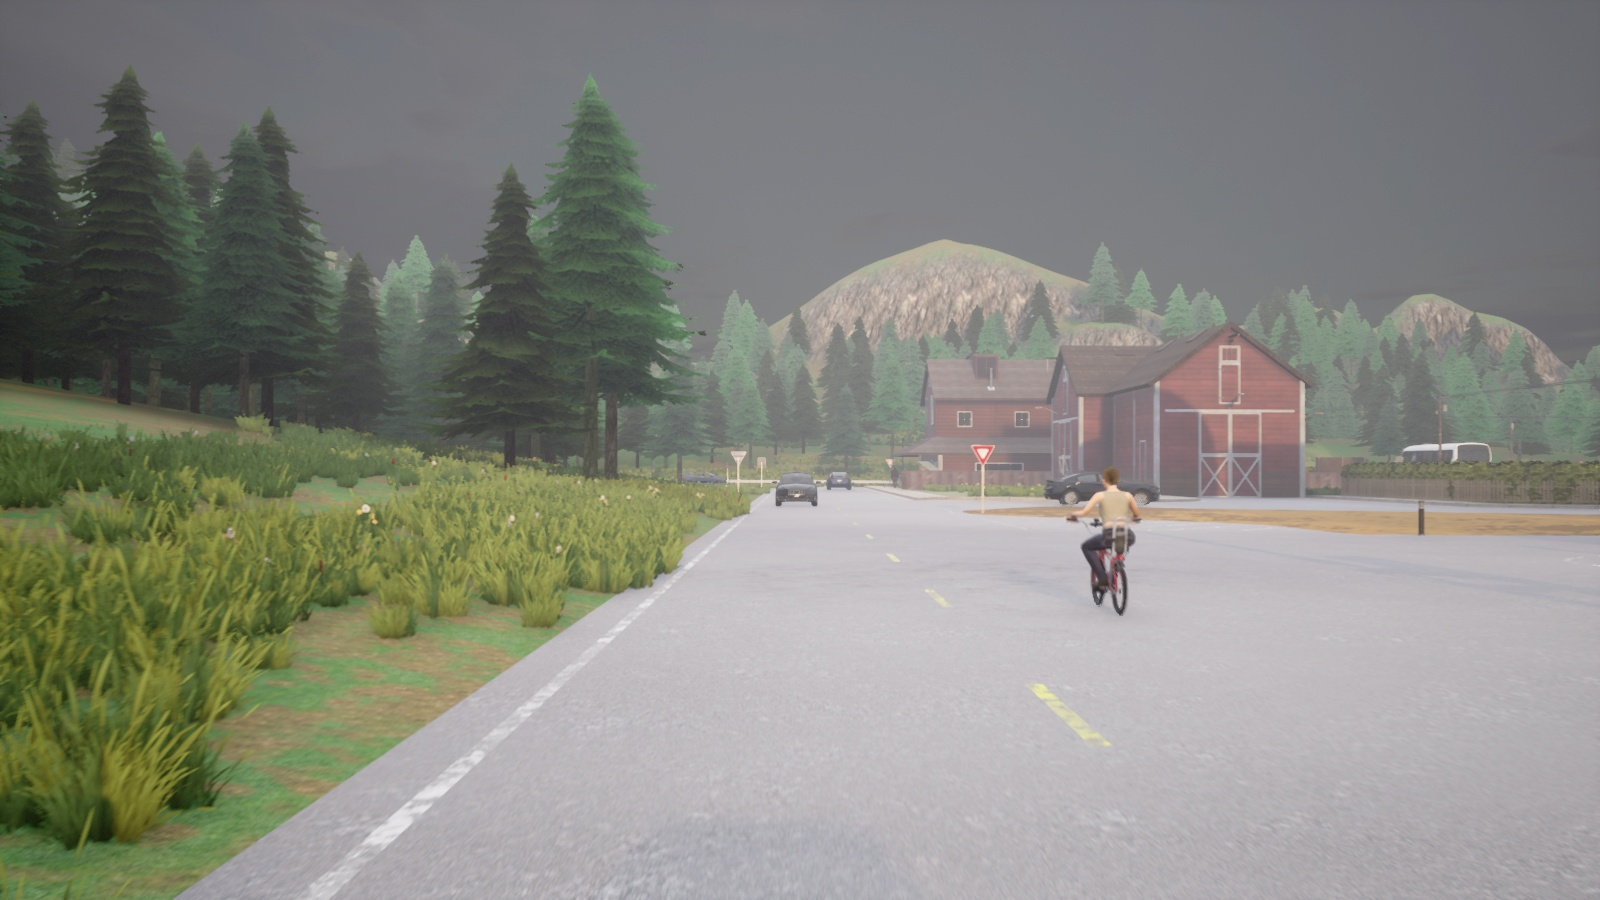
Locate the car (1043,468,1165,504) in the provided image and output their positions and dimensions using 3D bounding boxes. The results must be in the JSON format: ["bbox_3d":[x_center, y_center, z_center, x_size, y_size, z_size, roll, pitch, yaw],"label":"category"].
[{"bbox_3d":[13.431,1.588,55.651,5.008,1.535,1.882,0,-1,5],"label":"car"}]

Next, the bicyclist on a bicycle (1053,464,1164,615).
[{"bbox_3d":[3.470,0.976,14.247,0.866,1.612,1.509,0,-1,0],"label":"bicyclist on a bicycle"}]

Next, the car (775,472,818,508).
[{"bbox_3d":[-0.138,1.761,56.302,1.837,1.490,4.892,0,-1,0],"label":"car"}]
